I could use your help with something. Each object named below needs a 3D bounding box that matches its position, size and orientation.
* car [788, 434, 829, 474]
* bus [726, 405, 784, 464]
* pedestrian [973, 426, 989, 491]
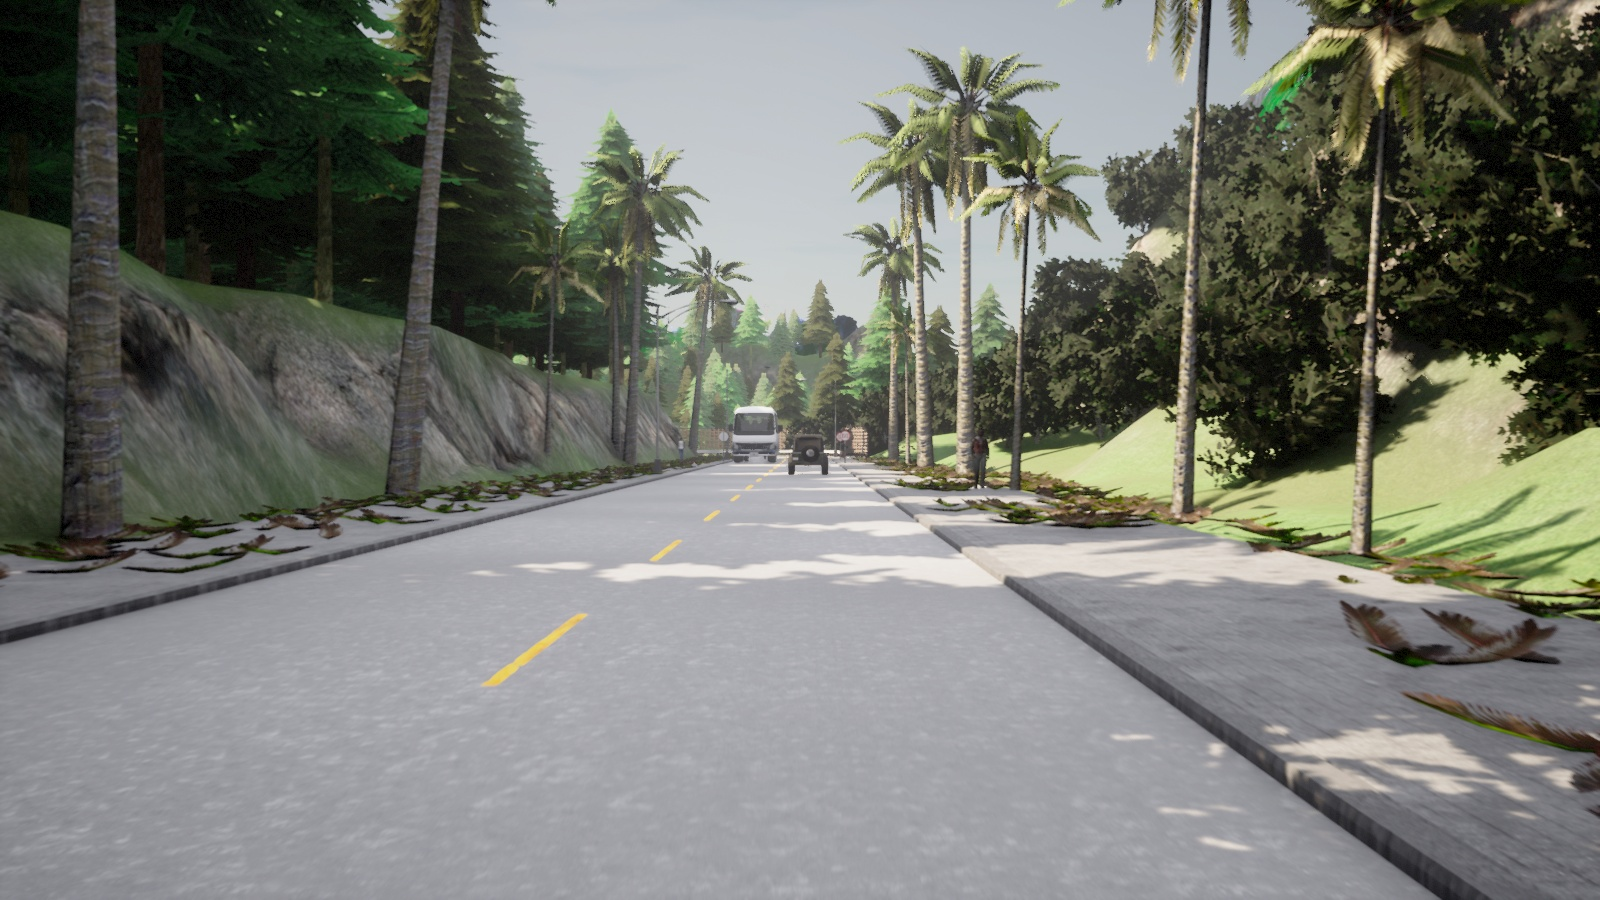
[{"bbox_3d":[0.393,0.201,59.978,1.905,1.878,3.866,0,0,0],"label":"car"},{"bbox_3d":[-3.341,-1.174,96.106,3.944,4.253,10.273,0,0,0],"label":"bus"},{"bbox_3d":[5.376,0.244,37.324,0.402,1.930,0.666,0,0,2],"label":"pedestrian"}]
